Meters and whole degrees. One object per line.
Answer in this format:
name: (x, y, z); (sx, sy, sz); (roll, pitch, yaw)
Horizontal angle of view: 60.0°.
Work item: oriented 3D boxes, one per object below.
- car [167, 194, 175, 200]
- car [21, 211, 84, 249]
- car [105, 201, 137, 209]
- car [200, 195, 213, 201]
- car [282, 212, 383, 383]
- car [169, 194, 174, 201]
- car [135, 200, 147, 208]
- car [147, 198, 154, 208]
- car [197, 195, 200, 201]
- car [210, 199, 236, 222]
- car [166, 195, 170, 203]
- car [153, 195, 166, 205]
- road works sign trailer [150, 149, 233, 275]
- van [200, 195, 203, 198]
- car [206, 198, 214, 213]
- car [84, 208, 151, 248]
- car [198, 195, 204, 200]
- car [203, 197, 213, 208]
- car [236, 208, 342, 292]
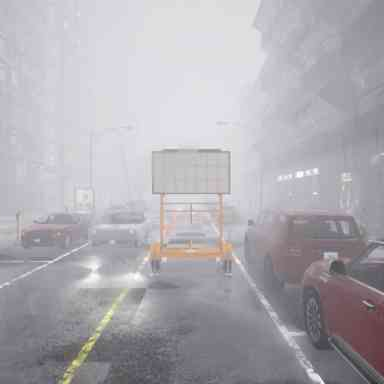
car: (-5.872, 1.389, 93.701); (1.967, 1.590, 4.097); (1, 0, 0)
car: (-5.710, 1.548, 14.505); (1.887, 1.381, 4.507); (1, 0, 0)
car: (-5.734, 1.584, 25.818); (1.802, 1.307, 4.206); (1, 0, 0)
car: (2.600, 1.557, 48.429); (1.947, 1.339, 4.313); (1, 0, 0)
car: (2.696, 1.316, 3.175); (2.192, 1.841, 5.009); (1, 0, 0)
car: (-5.837, 1.409, 76.730); (1.967, 1.590, 4.097); (1, 0, 0)
car: (-5.746, 1.545, 31.475); (1.887, 1.381, 4.507); (1, 0, 0)
car: (-5.757, 1.564, 37.132); (1.947, 1.339, 4.313); (1, 0, 0)
car: (2.541, 1.551, 76.712); (1.802, 1.307, 4.206); (1, 0, 0)
car: (2.647, 1.528, 25.972); (1.752, 1.417, 4.829); (1, 0, 0)
car: (-5.816, 1.562, 65.417); (1.802, 1.307, 4.206); (1, 0, 0)
car: (-5.791, 1.428, 54.104); (1.967, 1.590, 4.097); (1, 0, 0)
road works sign trailer: (-0.021, 0.467, 10.391); (2.380, 3.560, 2.880); (0, 0, 0)
van: (2.591, 1.329, 54.086); (1.690, 1.788, 3.998); (1, 0, 0)
car: (2.635, 1.567, 31.459); (1.947, 1.339, 4.313); (1, 0, 0)
car: (-3.031, 1.604, 14.856); (1.895, 1.301, 4.718); (0, 0, 0)
car: (2.506, 1.531, 93.683); (1.802, 1.307, 4.206); (1, 0, 0)
car: (2.623, 1.549, 37.116); (2.008, 1.369, 4.403); (1, 0, 0)
car: (2.685, 1.317, 8.833); (2.192, 1.841, 5.009); (1, 0, 0)
